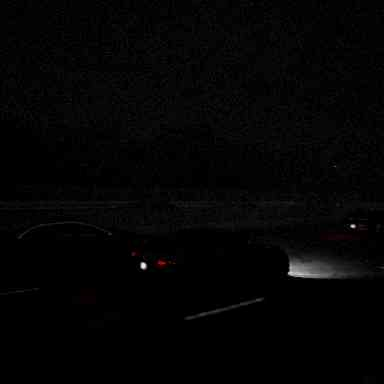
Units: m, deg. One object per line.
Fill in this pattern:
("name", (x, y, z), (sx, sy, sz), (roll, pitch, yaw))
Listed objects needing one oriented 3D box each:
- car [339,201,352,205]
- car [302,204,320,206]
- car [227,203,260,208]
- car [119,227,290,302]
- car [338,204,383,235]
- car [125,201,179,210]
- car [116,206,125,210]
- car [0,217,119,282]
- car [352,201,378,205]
("car", (27.330, 2.286, 57.782), (4.553, 1.767, 2.097), (2, -1, -35))
("car", (14.024, 2.059, 39.789), (4.718, 1.301, 1.895), (1, -1, -35))
("car", (4.191, 1.707, 28.480), (4.892, 1.490, 1.837), (1, -1, -35))
("car", (0.570, 1.602, 8.454), (4.181, 1.385, 1.994), (1, 0, -36))
("car", (11.116, 1.721, 20.279), (4.892, 1.490, 1.837), (1, -1, -36))
("car", (-3.482, 1.647, 31.603), (4.892, 1.490, 1.837), (1, 0, -35))
("car", (-5.679, 1.704, 34.334), (4.181, 1.385, 1.994), (1, 0, -35))
("car", (-3.598, 1.509, 9.779), (4.902, 1.511, 2.128), (1, 0, -36))
("car", (29.043, 2.276, 54.714), (4.553, 1.767, 2.097), (2, -1, -35))
